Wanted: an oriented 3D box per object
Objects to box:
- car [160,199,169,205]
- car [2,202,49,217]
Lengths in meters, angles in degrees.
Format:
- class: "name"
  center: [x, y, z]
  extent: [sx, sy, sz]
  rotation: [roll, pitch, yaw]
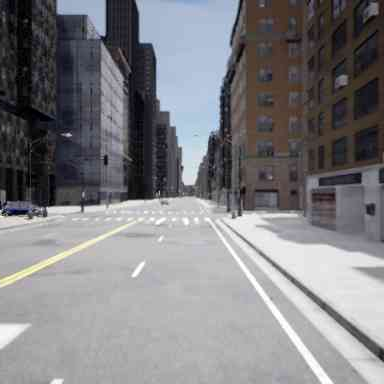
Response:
- class: "car"
  center: [-6.520, 2.461, 79.739]
  extent: [2.033, 1.411, 5.357]
  rotation: [0, -1, 0]
- class: "car"
  center: [-18.371, 1.852, 36.912]
  extent: [4.553, 1.767, 2.097]
  rotation: [-1, -1, 0]
